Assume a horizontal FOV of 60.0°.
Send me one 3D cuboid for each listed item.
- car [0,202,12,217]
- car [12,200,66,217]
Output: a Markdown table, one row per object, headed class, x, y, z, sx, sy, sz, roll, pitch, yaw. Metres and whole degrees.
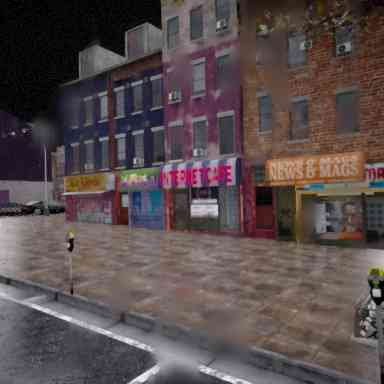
| class | x | y | z | sx | sy | sz | roll | pitch | yaw |
| --- | --- | --- | --- | --- | --- | --- | --- | --- | --- |
| car | -17.552 | 1.621 | 30.215 | 2.033 | 1.411 | 5.357 | -2 | -1 | 39 |
| car | -13.462 | 1.454 | 30.892 | 1.882 | 1.535 | 5.008 | -2 | -1 | 36 |
